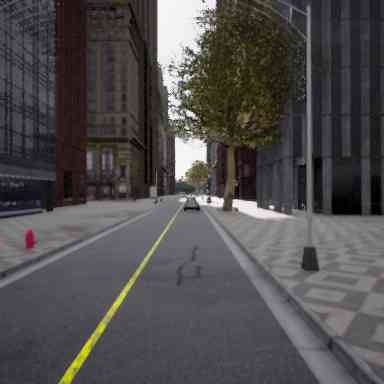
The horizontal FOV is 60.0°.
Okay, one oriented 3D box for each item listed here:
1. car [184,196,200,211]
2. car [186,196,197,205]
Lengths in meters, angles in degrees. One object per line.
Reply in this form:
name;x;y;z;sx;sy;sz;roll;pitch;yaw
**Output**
car;-0.010;1.586;41.561;1.994;1.385;4.181;0;0;0
car;-0.101;1.536;58.558;1.837;1.490;4.892;0;-1;0
